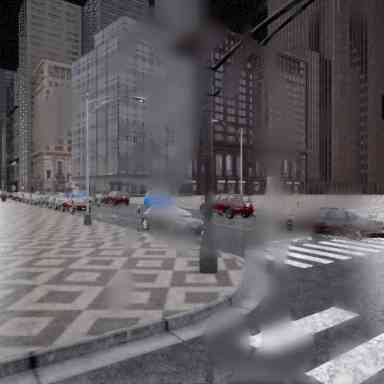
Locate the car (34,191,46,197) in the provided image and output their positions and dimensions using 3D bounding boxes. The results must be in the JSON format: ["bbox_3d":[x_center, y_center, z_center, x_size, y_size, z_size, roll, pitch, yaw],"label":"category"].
[{"bbox_3d":[-38.564,0.497,84.095,1.887,1.381,4.507,0,0,-36],"label":"car"}]

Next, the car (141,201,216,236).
[{"bbox_3d":[-1.073,1.368,16.956,2.008,1.369,4.403,1,0,-36],"label":"car"}]

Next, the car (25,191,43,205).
[{"bbox_3d":[-20.114,0.941,43.608,2.008,1.369,4.403,1,0,-36],"label":"car"}]

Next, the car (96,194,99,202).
[{"bbox_3d":[-13.173,0.937,48.558,2.008,1.369,4.403,1,0,-36],"label":"car"}]

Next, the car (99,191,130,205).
[{"bbox_3d":[-9.995,0.769,44.114,2.192,1.841,5.009,1,0,-36],"label":"car"}]

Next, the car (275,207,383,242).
[{"bbox_3d":[6.711,1.444,15.912,2.033,1.411,5.357,-1,1,-45],"label":"car"}]

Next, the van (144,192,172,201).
[{"bbox_3d":[-3.648,0.934,35.229,1.690,1.788,3.998,1,0,-36],"label":"van"}]

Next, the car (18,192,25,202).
[{"bbox_3d":[-23.287,0.876,48.050,2.008,1.369,4.403,1,0,-36],"label":"car"}]

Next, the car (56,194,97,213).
[{"bbox_3d":[-10.593,1.141,30.282,1.887,1.381,4.507,1,0,-36],"label":"car"}]

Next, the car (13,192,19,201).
[{"bbox_3d":[-26.459,0.703,52.491,1.967,1.590,4.097,1,0,-36],"label":"car"}]

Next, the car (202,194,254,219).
[{"bbox_3d":[2.700,1.053,26.344,2.192,1.841,5.009,1,0,-36],"label":"car"}]

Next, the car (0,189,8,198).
[{"bbox_3d":[-39.155,0.611,70.258,1.947,1.339,4.313,1,0,-36],"label":"car"}]

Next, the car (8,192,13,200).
[{"bbox_3d":[-29.634,0.748,56.933,1.887,1.381,4.507,1,0,-36],"label":"car"}]

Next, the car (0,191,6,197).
[{"bbox_3d":[-45.402,0.482,79.003,1.752,1.417,4.829,1,0,-36],"label":"car"}]

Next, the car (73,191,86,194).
[{"bbox_3d":[-16.217,0.969,48.381,1.895,1.301,4.718,0,1,-36],"label":"car"}]

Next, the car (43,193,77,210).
[{"bbox_3d":[-13.766,1.076,34.723,2.008,1.369,4.403,1,0,-36],"label":"car"}]
